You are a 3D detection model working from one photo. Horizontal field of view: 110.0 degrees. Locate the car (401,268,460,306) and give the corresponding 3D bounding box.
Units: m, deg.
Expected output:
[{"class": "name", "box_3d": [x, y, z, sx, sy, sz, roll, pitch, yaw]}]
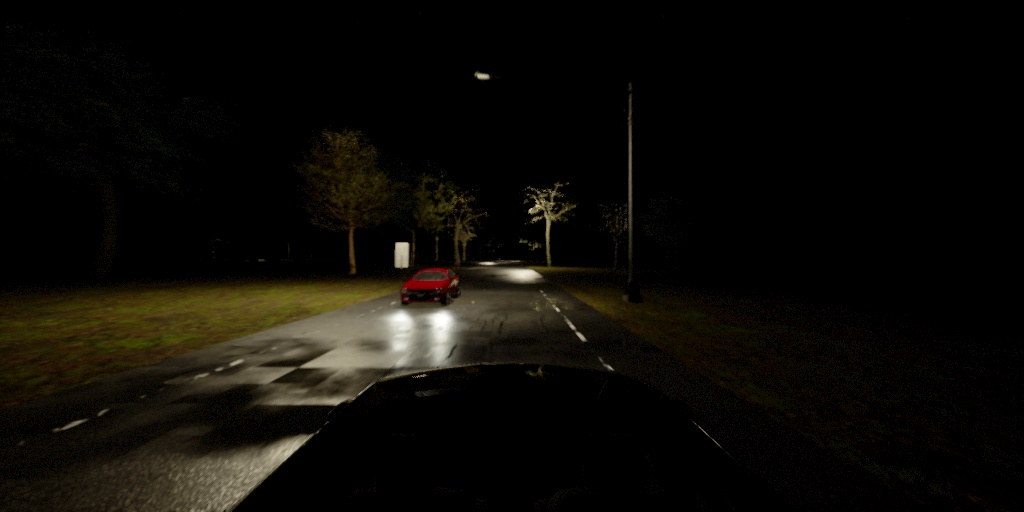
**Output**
[{"class": "car", "box_3d": [-3.587, 1.321, 16.515, 1.882, 1.535, 5.008, 0, -1, 0]}]
